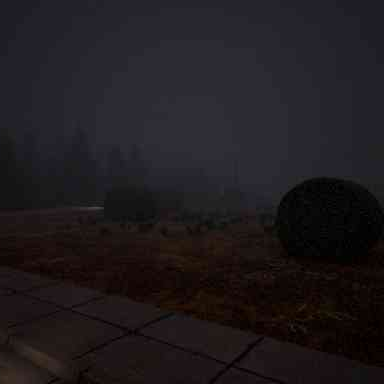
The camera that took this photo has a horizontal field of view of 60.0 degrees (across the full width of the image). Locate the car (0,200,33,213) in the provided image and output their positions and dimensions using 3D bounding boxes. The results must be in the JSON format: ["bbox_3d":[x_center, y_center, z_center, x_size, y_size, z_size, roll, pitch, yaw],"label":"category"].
[{"bbox_3d":[-20.216,1.557,37.542,1.994,1.385,4.181,0,0,37],"label":"car"}]

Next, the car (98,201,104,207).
[{"bbox_3d":[-11.646,1.513,49.091,1.812,1.442,4.674,0,0,37],"label":"car"}]
